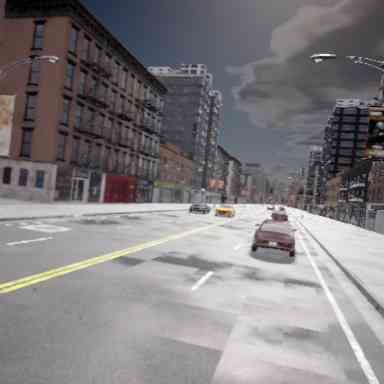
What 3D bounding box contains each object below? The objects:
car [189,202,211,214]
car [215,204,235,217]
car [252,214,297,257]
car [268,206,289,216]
[{"bbox_3d":[1.073,1.988,42.183,1.994,1.385,4.181,6,0,15],"label":"car"},{"bbox_3d":[4.198,2.236,41.321,1.882,1.535,5.008,6,0,15],"label":"car"},{"bbox_3d":[3.995,2.075,16.031,1.812,1.442,4.674,6,0,15],"label":"car"},{"bbox_3d":[10.313,2.887,39.169,1.882,1.535,5.008,6,0,15],"label":"car"}]
